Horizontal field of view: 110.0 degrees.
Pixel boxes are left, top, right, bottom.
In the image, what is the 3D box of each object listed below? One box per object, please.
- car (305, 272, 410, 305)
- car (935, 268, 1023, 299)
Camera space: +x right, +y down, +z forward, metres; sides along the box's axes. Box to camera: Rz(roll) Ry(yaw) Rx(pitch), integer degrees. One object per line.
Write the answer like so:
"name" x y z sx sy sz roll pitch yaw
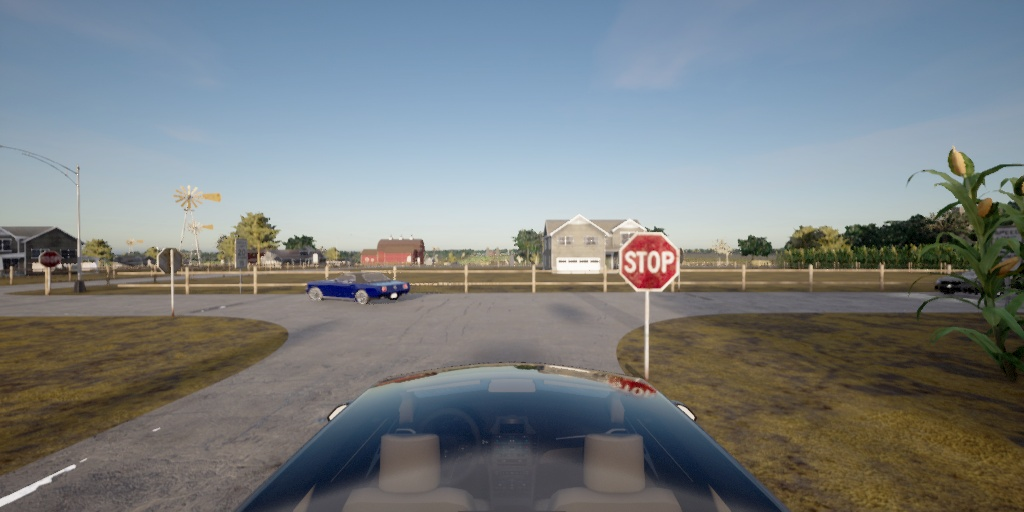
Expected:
"car" -6.992 1.376 16.077 4.718 1.301 1.895 0 0 26
"car" 23.419 1.209 17.223 4.892 1.490 1.837 0 0 0
